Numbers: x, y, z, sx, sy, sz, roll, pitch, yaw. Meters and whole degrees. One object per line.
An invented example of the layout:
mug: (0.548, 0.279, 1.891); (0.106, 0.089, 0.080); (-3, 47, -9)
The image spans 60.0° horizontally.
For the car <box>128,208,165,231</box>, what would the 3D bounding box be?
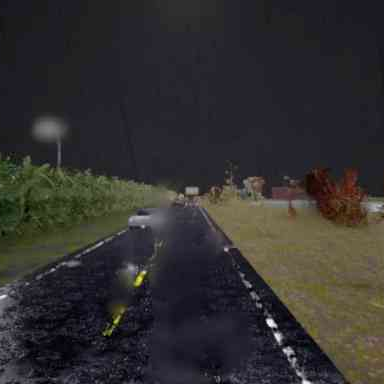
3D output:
car: (-2.845, 1.730, 21.562); (1.895, 1.301, 4.718); (0, 0, 0)

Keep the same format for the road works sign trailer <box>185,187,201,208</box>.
road works sign trailer: (0.013, 0.853, 57.312); (2.380, 3.560, 2.880); (0, 0, 0)

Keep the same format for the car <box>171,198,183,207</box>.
car: (-2.769, 1.906, 62.004); (1.882, 1.535, 5.008); (0, 0, 1)
